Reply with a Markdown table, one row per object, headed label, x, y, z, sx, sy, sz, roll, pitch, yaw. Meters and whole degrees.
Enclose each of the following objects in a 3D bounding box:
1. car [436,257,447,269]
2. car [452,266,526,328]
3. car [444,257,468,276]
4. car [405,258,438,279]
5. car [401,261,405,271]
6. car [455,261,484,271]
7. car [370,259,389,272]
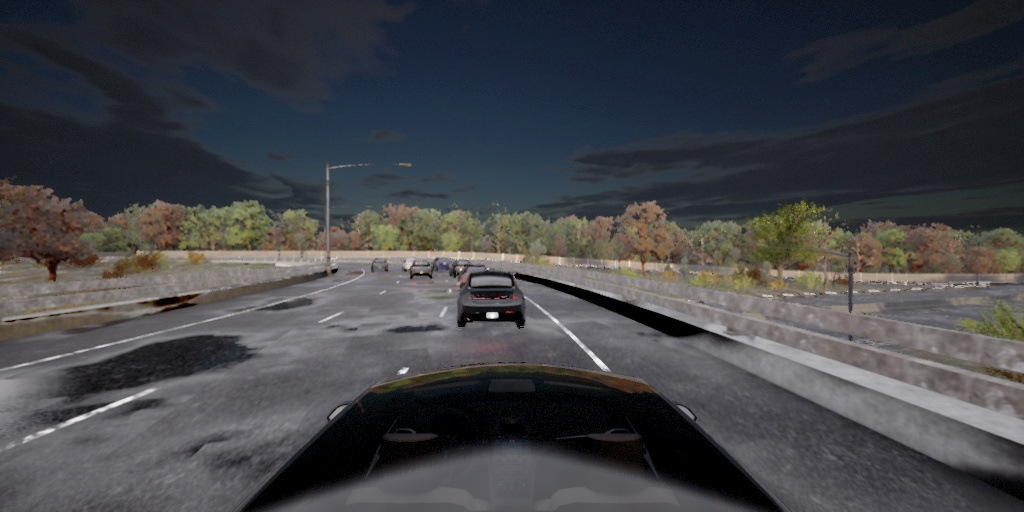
| label | x | y | z | sx | sy | sz | roll | pitch | yaw |
| --- | --- | --- | --- | --- | --- | --- | --- | --- | --- |
| car | -8.665 | 0.910 | 43.771 | 2.097 | 1.767 | 4.553 | 0 | 0 | -22 |
| car | -0.697 | 1.209 | 11.216 | 1.837 | 1.490 | 4.892 | 0 | 0 | -5 |
| car | -4.459 | 1.104 | 31.704 | 2.128 | 1.511 | 4.902 | 0 | 0 | -16 |
| car | -7.899 | 1.111 | 31.099 | 2.128 | 1.511 | 4.902 | 0 | 0 | -16 |
| car | -12.341 | 1.089 | 43.579 | 1.812 | 1.442 | 4.674 | 0 | 0 | -23 |
| car | -2.284 | 1.219 | 22.200 | 1.994 | 1.385 | 4.181 | 0 | 0 | -11 |
| car | -15.914 | 1.063 | 43.055 | 2.128 | 1.511 | 4.902 | 0 | 0 | -23 |
